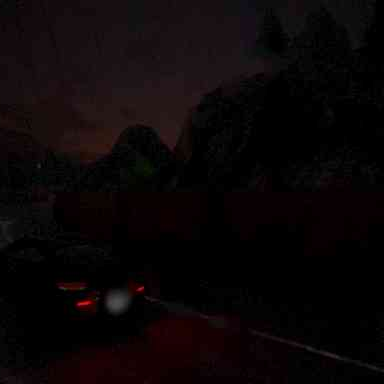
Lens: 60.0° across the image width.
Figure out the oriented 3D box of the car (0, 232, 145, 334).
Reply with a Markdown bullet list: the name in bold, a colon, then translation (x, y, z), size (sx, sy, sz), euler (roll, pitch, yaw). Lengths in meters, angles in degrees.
- **car**: translation (-2.852, 1.557, 6.857), size (4.674, 1.442, 1.812), euler (0, 0, 44)
